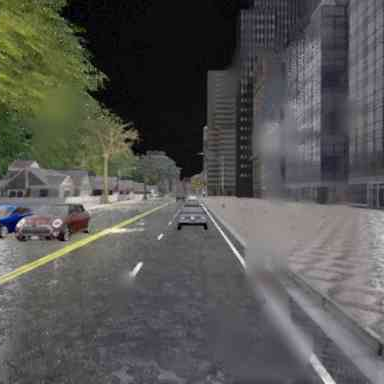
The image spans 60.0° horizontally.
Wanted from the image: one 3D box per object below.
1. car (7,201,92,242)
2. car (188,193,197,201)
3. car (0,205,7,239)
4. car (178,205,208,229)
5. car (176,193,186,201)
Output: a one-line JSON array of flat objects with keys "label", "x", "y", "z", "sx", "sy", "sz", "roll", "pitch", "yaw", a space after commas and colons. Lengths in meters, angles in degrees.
[{"label": "car", "x": -6.531, "y": 1.340, "z": 16.198, "sx": 2.097, "sy": 1.767, "sz": 4.553, "roll": 0, "pitch": 0, "yaw": 1}, {"label": "car", "x": 0.223, "y": 1.357, "z": 87.641, "sx": 2.150, "sy": 2.045, "sz": 5.566, "roll": 0, "pitch": 0, "yaw": 0}, {"label": "car", "x": -9.791, "y": 1.454, "z": 17.389, "sx": 1.882, "sy": 1.535, "sz": 5.008, "roll": 0, "pitch": 1, "yaw": 0}, {"label": "car", "x": 0.050, "y": 1.554, "z": 21.565, "sx": 2.033, "sy": 1.411, "sz": 5.357, "roll": 0, "pitch": 0, "yaw": 0}, {"label": "car", "x": -3.027, "y": 1.348, "z": 87.649, "sx": 2.150, "sy": 2.045, "sz": 5.566, "roll": 0, "pitch": 0, "yaw": 0}]
